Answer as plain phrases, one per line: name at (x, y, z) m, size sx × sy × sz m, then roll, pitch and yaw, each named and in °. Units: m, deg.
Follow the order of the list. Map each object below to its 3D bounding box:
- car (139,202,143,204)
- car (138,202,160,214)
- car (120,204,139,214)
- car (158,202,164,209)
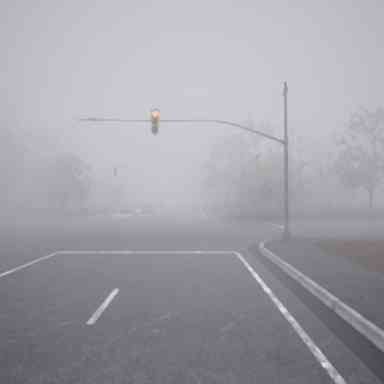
car at (-10.501, 2.865, 70.127) m, size 1.895 × 1.301 × 4.718 m, roll 0°, pitch 1°, yaw 0°
car at (-7.062, 2.890, 55.032) m, size 2.033 × 1.411 × 5.357 m, roll 0°, pitch 0°, yaw 0°
car at (-10.563, 2.942, 54.811) m, size 1.895 × 1.301 × 4.718 m, roll 0°, pitch 0°, yaw 0°
car at (-7.001, 2.801, 70.769) m, size 2.033 × 1.411 × 5.357 m, roll 0°, pitch 1°, yaw 0°
